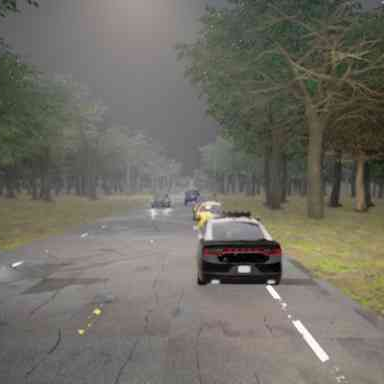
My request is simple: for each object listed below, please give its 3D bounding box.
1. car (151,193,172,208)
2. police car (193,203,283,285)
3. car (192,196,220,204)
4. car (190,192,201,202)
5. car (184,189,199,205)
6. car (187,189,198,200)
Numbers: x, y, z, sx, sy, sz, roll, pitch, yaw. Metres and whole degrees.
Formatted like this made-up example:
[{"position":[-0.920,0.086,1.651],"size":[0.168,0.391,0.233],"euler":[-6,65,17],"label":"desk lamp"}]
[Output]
[{"position":[-3.533,0.938,38.612],"size":[2.097,1.767,4.553],"euler":[0,1,0],"label":"car"},{"position":[1.065,1.337,9.333],"size":[1.930,1.638,5.238],"euler":[0,1,0],"label":"police car"},{"position":[1.081,1.265,19.414],"size":[1.801,1.575,5.366],"euler":[0,1,0],"label":"car"},{"position":[1.090,1.097,25.194],"size":[2.097,1.767,4.553],"euler":[0,1,0],"label":"car"},{"position":[0.087,0.712,45.957],"size":[2.150,2.045,5.566],"euler":[0,1,0],"label":"car"},{"position":[0.103,0.461,64.223],"size":[2.150,2.045,5.566],"euler":[0,1,0],"label":"car"}]
